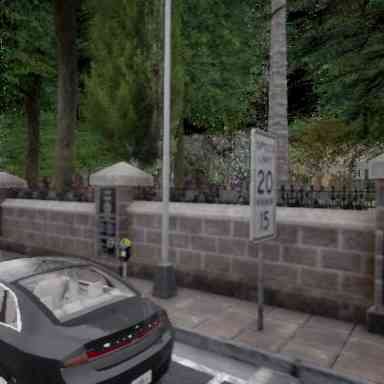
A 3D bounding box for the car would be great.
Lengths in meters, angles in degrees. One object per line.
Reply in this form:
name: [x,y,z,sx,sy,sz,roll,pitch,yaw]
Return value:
car: [-2.256,1.552,4.401,4.403,1.369,2.008,0,1,35]
